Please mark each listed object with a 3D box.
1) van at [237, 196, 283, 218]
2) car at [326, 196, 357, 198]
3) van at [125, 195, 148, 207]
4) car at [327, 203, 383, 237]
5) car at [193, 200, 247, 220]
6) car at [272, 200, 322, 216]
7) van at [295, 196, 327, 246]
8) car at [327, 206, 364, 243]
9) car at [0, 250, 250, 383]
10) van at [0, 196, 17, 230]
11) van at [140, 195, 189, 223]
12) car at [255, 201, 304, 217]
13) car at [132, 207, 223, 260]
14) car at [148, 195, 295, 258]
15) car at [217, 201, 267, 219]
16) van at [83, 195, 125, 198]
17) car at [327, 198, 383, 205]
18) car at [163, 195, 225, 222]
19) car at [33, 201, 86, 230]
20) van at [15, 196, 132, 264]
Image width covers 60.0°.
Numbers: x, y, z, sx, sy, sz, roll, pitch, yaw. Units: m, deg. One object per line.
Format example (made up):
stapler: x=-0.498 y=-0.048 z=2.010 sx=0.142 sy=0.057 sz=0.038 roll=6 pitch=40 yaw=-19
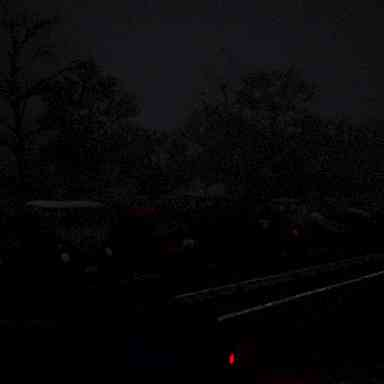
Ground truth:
van: x=6.728 y=1.410 z=33.232 sx=1.878 sy=1.987 sz=4.442 roll=1 pitch=0 yaw=-35
car: x=15.940 y=1.514 z=39.615 sx=2.435 sy=2.045 sz=5.566 roll=1 pitch=0 yaw=-35
van: x=-4.451 y=1.251 z=25.269 sx=1.878 sy=1.987 sz=4.442 roll=1 pitch=0 yaw=-35
car: x=7.611 y=1.538 z=17.652 sx=2.097 sy=1.535 sz=5.008 roll=1 pitch=0 yaw=-35
car: x=2.386 y=1.573 z=29.989 sx=2.097 sy=1.535 sz=5.008 roll=1 pitch=0 yaw=-35
car: x=11.411 y=1.701 z=36.417 sx=2.097 sy=1.535 sz=5.008 roll=1 pitch=0 yaw=-35
van: x=3.155 y=1.248 z=14.342 sx=1.878 sy=1.987 sz=4.442 roll=1 pitch=0 yaw=-35
car: x=5.345 y=1.546 z=16.048 sx=2.002 sy=1.452 sz=4.674 roll=1 pitch=0 yaw=-35
car: x=-2.028 y=1.548 z=2.239 sx=5.357 sy=1.411 sz=2.033 roll=0 pitch=0 yaw=-35
van: x=-11.071 y=1.226 z=20.267 sx=1.878 sy=1.987 sz=4.442 roll=0 pitch=0 yaw=-35
van: x=-2.297 y=1.281 z=26.804 sx=1.878 sy=1.987 sz=4.442 roll=1 pitch=0 yaw=-35
car: x=9.048 y=1.708 z=34.745 sx=2.002 sy=1.452 sz=4.674 roll=1 pitch=0 yaw=-35
car: x=-1.433 y=1.468 z=11.253 sx=2.163 sy=1.488 sz=4.792 roll=0 pitch=0 yaw=-35
car: x=0.810 y=1.190 z=12.850 sx=2.435 sy=2.045 sz=5.566 roll=1 pitch=0 yaw=-35
car: x=4.641 y=1.645 z=31.599 sx=2.002 sy=1.452 sz=4.674 roll=1 pitch=0 yaw=-35
van: x=-6.680 y=1.217 z=23.395 sx=1.878 sy=1.987 sz=4.442 roll=0 pitch=0 yaw=-35
car: x=9.888 y=1.445 z=19.242 sx=2.185 sy=1.767 sz=4.553 roll=1 pitch=0 yaw=-35
car: x=0.044 y=1.288 z=28.293 sx=2.435 sy=2.045 sz=5.566 roll=1 pitch=0 yaw=-35
car: x=-8.885 y=1.439 z=21.974 sx=2.097 sy=1.535 sz=5.008 roll=0 pitch=0 yaw=-35
van: x=-3.615 y=1.225 z=9.520 sx=1.878 sy=1.987 sz=4.442 roll=0 pitch=0 yaw=-35
